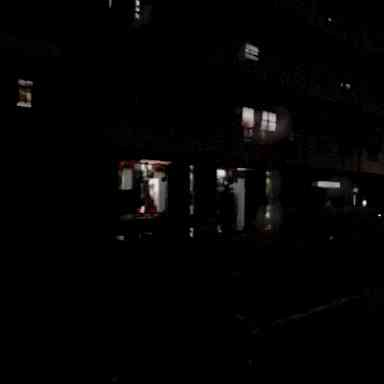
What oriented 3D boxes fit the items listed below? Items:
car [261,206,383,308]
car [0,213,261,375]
[{"bbox_3d":[2.916,1.306,8.147,5.009,1.841,2.192,0,1,-35],"label":"car"},{"bbox_3d":[-1.587,1.313,4.937,5.009,1.841,2.192,0,1,-35],"label":"car"}]
